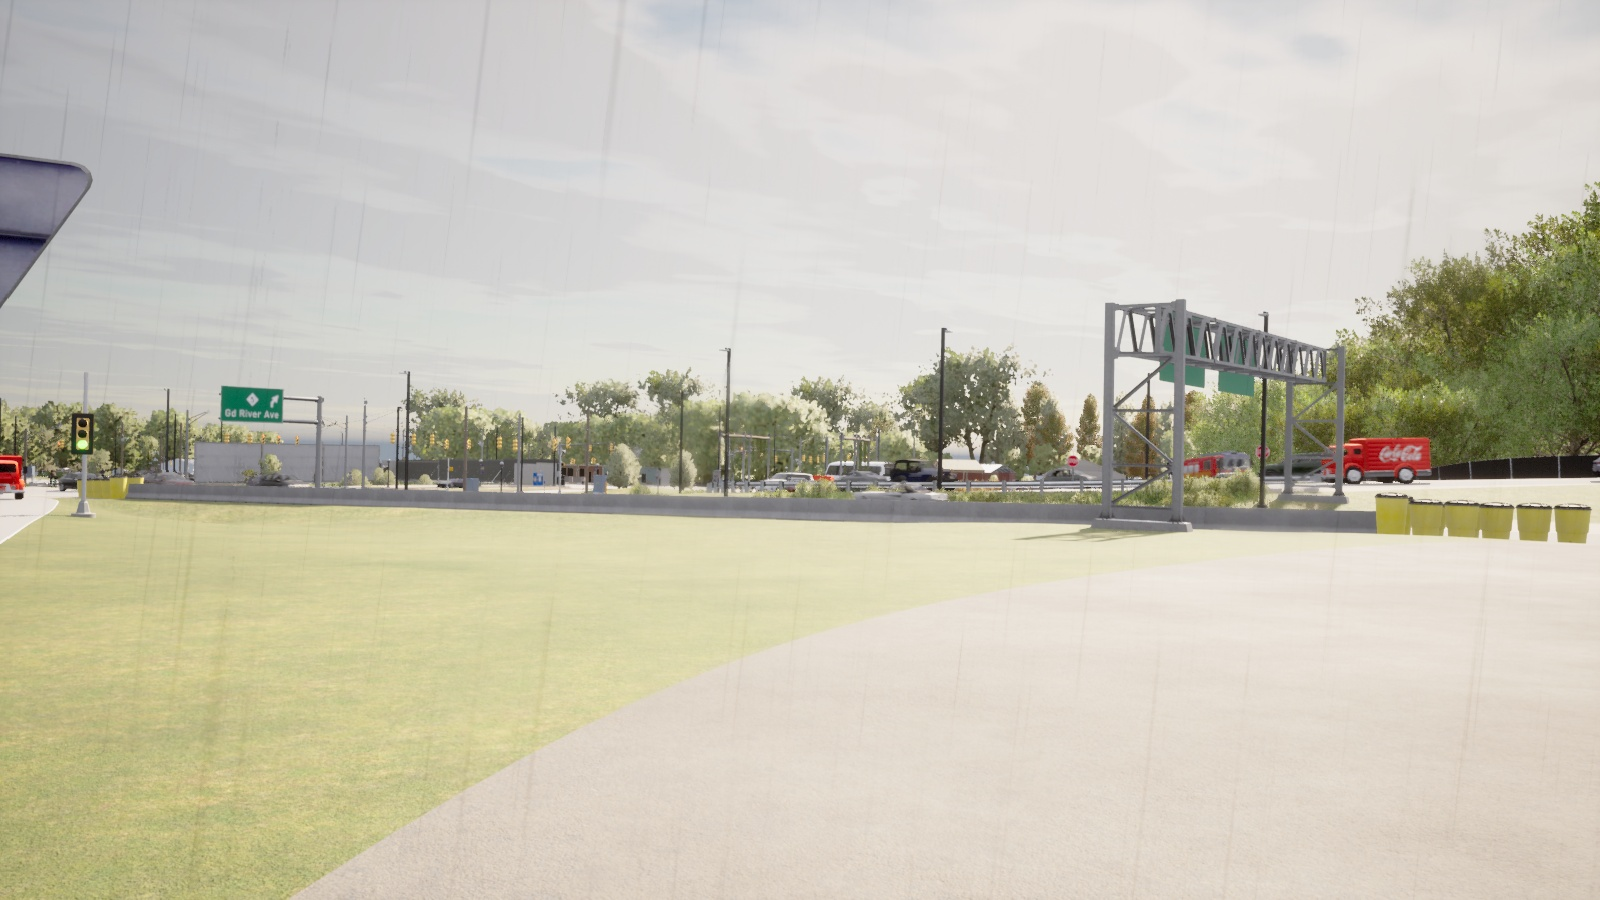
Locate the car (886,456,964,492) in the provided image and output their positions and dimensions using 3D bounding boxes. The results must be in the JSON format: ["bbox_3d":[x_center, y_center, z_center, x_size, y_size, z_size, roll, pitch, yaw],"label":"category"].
[{"bbox_3d":[6.999,1.351,70.345,3.866,1.878,1.905,-3,-2,38],"label":"car"}]

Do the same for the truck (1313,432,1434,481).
[{"bbox_3d":[30.796,0.363,67.588,5.204,2.467,2.627,-2,0,0],"label":"truck"}]

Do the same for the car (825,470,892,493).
[{"bbox_3d":[3.656,2.003,78.959,1.994,1.385,4.181,1,-3,-38],"label":"car"}]

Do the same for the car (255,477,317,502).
[{"bbox_3d":[-33.588,2.554,81.969,3.988,1.617,1.851,-1,-1,34],"label":"car"}]

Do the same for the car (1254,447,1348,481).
[{"bbox_3d":[34.049,0.980,85.399,5.566,2.045,2.150,-3,-3,34],"label":"car"}]

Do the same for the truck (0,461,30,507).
[{"bbox_3d":[-44.795,1.900,70.286,2.627,2.467,5.204,1,-2,-34],"label":"truck"}]

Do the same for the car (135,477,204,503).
[{"bbox_3d":[-41.876,2.634,83.382,4.856,1.649,2.033,-1,-1,34],"label":"car"}]

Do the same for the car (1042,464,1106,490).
[{"bbox_3d":[19.620,1.944,90.045,3.988,1.617,1.851,-4,-3,35],"label":"car"}]

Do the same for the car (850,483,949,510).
[{"bbox_3d":[5.049,2.367,64.103,4.718,1.301,1.895,-1,-1,34],"label":"car"}]
